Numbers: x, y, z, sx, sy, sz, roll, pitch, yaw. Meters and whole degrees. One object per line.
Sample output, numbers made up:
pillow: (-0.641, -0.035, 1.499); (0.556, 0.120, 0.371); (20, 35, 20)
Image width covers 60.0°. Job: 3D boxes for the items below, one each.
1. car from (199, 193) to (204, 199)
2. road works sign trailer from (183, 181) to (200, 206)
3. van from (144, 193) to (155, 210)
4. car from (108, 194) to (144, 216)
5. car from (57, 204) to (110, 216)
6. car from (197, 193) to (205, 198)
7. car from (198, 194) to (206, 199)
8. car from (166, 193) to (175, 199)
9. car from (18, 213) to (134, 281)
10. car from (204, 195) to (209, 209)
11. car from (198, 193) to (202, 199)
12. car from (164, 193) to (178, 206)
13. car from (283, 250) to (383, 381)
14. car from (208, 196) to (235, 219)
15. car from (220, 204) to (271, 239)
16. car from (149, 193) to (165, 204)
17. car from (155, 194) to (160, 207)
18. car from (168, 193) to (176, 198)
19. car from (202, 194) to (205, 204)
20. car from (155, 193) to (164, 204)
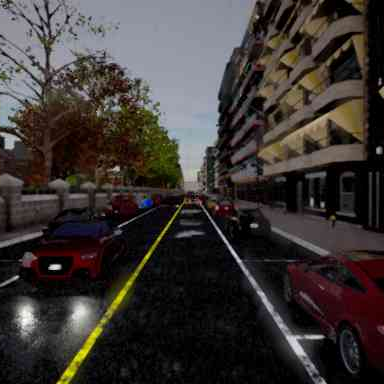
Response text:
car: (2.634, 1.290, 55.813); (1.947, 1.339, 4.313); (0, 0, 0)
road works sign trailer: (-0.047, 0.224, 47.565); (2.380, 3.560, 2.880); (0, 0, 0)
van: (-5.729, 1.139, 38.909); (1.690, 1.788, 3.998); (0, 0, 0)
car: (-5.717, 1.167, 27.649); (2.192, 1.841, 5.009); (0, 0, 0)
car: (-5.706, 1.475, 16.391); (1.947, 1.339, 4.313); (0, 0, 0)
car: (2.594, 1.014, 95.222); (1.967, 1.590, 4.097); (0, 0, 0)
car: (2.600, 1.138, 89.593); (1.887, 1.381, 4.507); (0, 0, 0)
car: (-5.781, 1.033, 89.584); (1.967, 1.590, 4.097); (0, 0, 0)
car: (-3.108, 1.510, 9.557); (1.994, 1.385, 4.181); (0, 0, 0)
car: (2.652, 1.323, 39.090); (1.752, 1.417, 4.829); (0, 0, 0)
car: (2.606, 1.158, 83.962); (1.887, 1.381, 4.507); (0, 0, 0)
car: (-3.129, 1.223, 50.741); (1.882, 1.535, 5.008); (0, 0, 0)
car: (2.686, 1.553, 5.139); (1.802, 1.307, 4.206); (0, 0, 0)
car: (2.663, 1.292, 27.659); (1.967, 1.590, 4.097); (0, 0, 0)
car: (2.674, 1.476, 16.400); (1.947, 1.339, 4.313); (0, 0, 0)
car: (-5.746, 1.039, 55.803); (2.192, 1.841, 5.009); (0, 0, 0)
car: (-5.735, 1.355, 44.541); (1.802, 1.307, 4.206); (0, 0, 0)
car: (-5.787, 1.014, 95.212); (1.967, 1.590, 4.097); (0, 0, 0)
car: (2.646, 1.355, 44.551); (1.802, 1.307, 4.206); (0, 0, 0)
car: (-5.741, 1.293, 50.172); (1.887, 1.381, 4.507); (0, 0, 0)
